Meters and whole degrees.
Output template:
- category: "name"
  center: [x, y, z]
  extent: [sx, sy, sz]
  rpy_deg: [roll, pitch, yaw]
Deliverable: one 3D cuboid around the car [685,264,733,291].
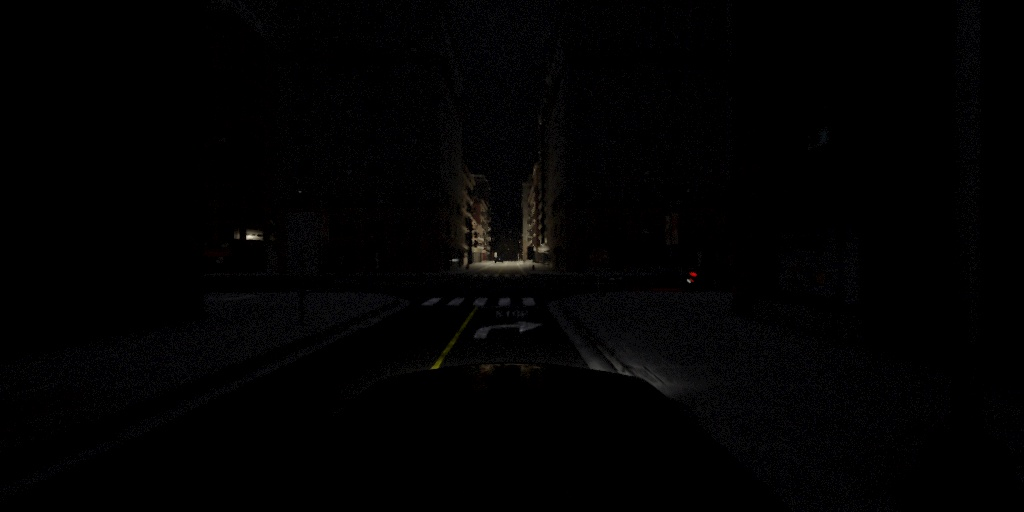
- category: "car"
  center: [12.790, 1.219, 21.048]
  extent: [4.892, 1.490, 1.837]
  rpy_deg: [0, 0, 0]
